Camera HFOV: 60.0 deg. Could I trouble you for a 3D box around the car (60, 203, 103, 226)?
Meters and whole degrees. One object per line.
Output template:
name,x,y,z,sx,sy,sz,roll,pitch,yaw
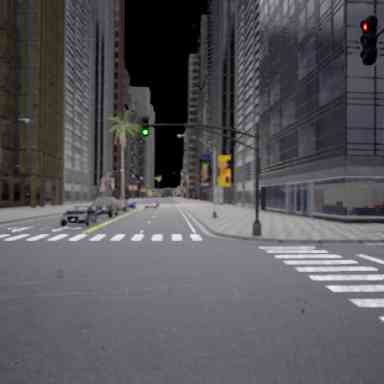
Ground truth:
car,-8.358,1.750,24.988,1.994,1.385,4.181,0,-1,-4

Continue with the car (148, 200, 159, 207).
car,-7.513,2.231,65.684,1.994,1.385,4.181,0,-1,-4

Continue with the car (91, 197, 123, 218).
car,-8.952,1.503,34.295,2.150,2.045,5.566,0,-1,-3

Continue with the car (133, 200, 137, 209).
car,-10.187,1.985,54.322,1.882,1.535,5.008,0,-1,-3

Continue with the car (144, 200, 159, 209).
car,-6.881,2.153,55.809,1.895,1.301,4.718,0,-1,-4

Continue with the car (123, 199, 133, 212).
car,-9.581,1.743,44.202,2.097,1.767,4.553,0,-1,-4
